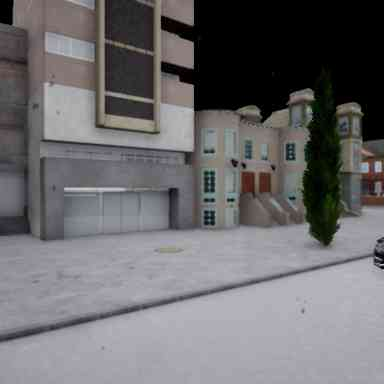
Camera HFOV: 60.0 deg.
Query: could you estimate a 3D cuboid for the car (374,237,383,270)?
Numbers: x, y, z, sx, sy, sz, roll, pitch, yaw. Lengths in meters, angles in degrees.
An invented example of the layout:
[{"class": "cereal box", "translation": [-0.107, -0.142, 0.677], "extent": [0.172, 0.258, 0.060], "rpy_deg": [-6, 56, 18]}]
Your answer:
[{"class": "car", "translation": [7.222, 1.481, 9.771], "extent": [4.902, 1.511, 2.128], "rpy_deg": [0, 0, -35]}]
